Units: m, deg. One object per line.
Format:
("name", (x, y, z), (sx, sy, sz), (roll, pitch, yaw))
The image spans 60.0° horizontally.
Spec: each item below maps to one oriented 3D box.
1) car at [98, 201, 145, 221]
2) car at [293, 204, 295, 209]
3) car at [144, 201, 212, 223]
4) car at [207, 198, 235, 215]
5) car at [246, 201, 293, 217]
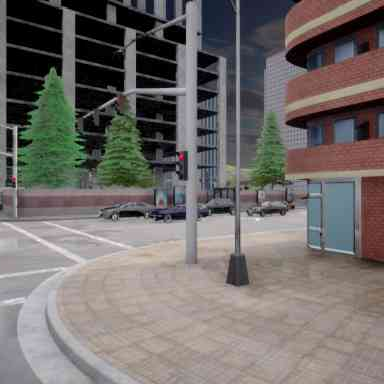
("car", (-5.295, 1.547, 27.576), (4.902, 1.511, 2.128), (0, 0, -35))
("car", (9.582, 1.656, 38.117), (4.718, 1.301, 1.895), (0, 0, -35))
("car", (-1.032, 1.656, 26.307), (4.718, 1.301, 1.895), (0, 0, -35))
("car", (2.187, 1.407, 32.876), (4.553, 1.767, 2.097), (0, 0, -35))
("car", (7.345, 1.581, 32.236), (4.674, 1.442, 1.812), (0, 0, -35))
